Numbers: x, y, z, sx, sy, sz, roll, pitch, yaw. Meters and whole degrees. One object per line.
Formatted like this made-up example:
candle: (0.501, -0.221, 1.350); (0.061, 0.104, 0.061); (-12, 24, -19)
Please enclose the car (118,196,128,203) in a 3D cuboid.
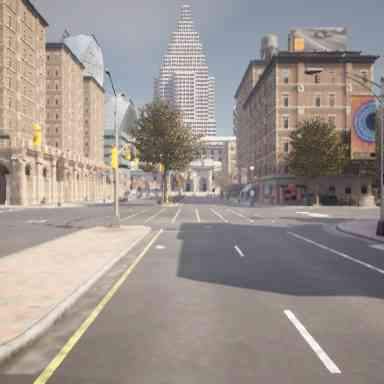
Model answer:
car: (-14.749, 1.559, 69.442); (1.895, 1.301, 4.718); (0, 0, 0)
